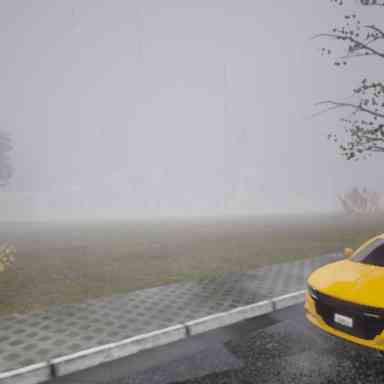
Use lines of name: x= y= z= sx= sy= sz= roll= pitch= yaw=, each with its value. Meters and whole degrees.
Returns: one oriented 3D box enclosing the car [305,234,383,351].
car: x=4.101 y=1.482 z=6.002 sx=5.008 sy=1.535 sz=1.882 roll=0 pitch=0 yaw=-36
